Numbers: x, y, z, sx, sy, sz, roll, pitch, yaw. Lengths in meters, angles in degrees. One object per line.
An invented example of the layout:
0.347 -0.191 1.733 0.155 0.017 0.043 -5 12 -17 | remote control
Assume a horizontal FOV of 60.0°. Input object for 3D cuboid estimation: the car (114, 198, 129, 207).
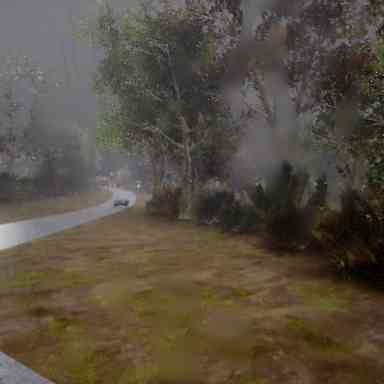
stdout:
-10.866 1.559 51.436 1.895 1.301 4.718 -2 1 -5 | car
